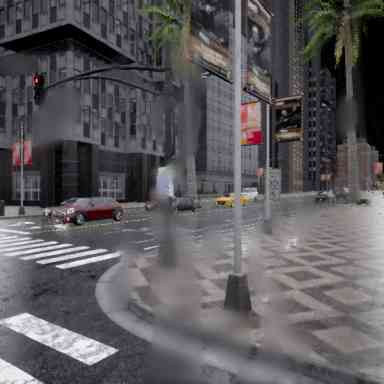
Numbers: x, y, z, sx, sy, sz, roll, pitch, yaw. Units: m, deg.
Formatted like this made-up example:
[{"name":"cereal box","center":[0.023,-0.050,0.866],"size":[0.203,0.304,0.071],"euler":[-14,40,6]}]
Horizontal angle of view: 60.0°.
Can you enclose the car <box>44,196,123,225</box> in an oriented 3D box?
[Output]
[{"name":"car","center":[-6.659,1.075,21.450],"size":[2.097,1.767,4.553],"euler":[0,1,35]}]

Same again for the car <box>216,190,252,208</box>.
[{"name":"car","center":[4.525,0.864,37.220],"size":[1.882,1.535,5.008],"euler":[0,1,35]}]

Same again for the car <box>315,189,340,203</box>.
[{"name":"car","center":[17.858,0.677,44.459],"size":[1.837,1.490,4.892],"euler":[0,1,35]}]

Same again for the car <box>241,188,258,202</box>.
[{"name":"car","center":[7.387,0.446,46.817],"size":[2.150,2.045,5.566],"euler":[0,1,36]}]

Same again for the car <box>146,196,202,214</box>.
[{"name":"car","center":[-1.182,1.103,29.182],"size":[2.033,1.411,5.357],"euler":[0,1,35]}]

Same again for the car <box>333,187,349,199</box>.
[{"name":"car","center":[23.720,0.231,52.739],"size":[2.150,2.045,5.566],"euler":[0,1,36]}]

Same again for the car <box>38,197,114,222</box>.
[{"name":"car","center":[-8.423,1.182,24.563],"size":[2.128,1.511,4.902],"euler":[0,1,36]}]

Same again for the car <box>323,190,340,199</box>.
[{"name":"car","center":[25.807,0.352,61.297],"size":[1.882,1.535,5.008],"euler":[0,1,36]}]
